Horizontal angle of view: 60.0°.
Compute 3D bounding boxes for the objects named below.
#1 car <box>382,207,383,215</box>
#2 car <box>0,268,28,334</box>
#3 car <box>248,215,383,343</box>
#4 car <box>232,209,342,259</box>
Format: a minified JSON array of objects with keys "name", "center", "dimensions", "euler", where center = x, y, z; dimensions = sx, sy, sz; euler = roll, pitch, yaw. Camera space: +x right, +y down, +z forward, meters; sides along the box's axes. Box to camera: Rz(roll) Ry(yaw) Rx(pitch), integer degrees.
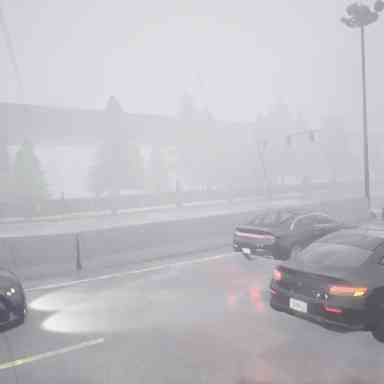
[{"name":"car","center":[10.947,0.821,15.953],"dimensions":[4.892,1.490,1.837],"euler":[-4,2,-36]},{"name":"car","center":[-4.673,1.563,4.718],"dimensions":[4.181,1.385,1.994],"euler":[0,0,-36]},{"name":"car","center":[3.415,1.426,6.212],"dimensions":[4.674,1.442,1.812],"euler":[-2,1,-36]},{"name":"car","center":[3.457,1.305,10.557],"dimensions":[4.902,1.511,2.128],"euler":[-3,2,-36]}]
